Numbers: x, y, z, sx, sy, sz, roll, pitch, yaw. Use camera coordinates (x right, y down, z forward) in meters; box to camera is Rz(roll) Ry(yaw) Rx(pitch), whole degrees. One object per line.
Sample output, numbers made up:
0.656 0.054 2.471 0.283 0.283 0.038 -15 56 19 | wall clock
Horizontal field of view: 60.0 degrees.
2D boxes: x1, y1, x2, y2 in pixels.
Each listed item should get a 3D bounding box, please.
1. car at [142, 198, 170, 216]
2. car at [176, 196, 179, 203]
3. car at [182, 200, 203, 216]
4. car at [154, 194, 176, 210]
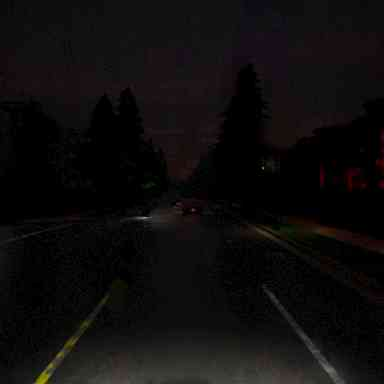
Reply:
-3.614 1.560 32.406 2.033 1.411 5.357 0 0 0 | car
-3.601 1.374 52.870 2.097 1.767 4.553 0 0 0 | car
0.085 1.490 32.896 1.882 1.535 5.008 0 0 0 | car
-3.612 1.239 43.019 2.150 2.045 5.566 0 0 0 | car
